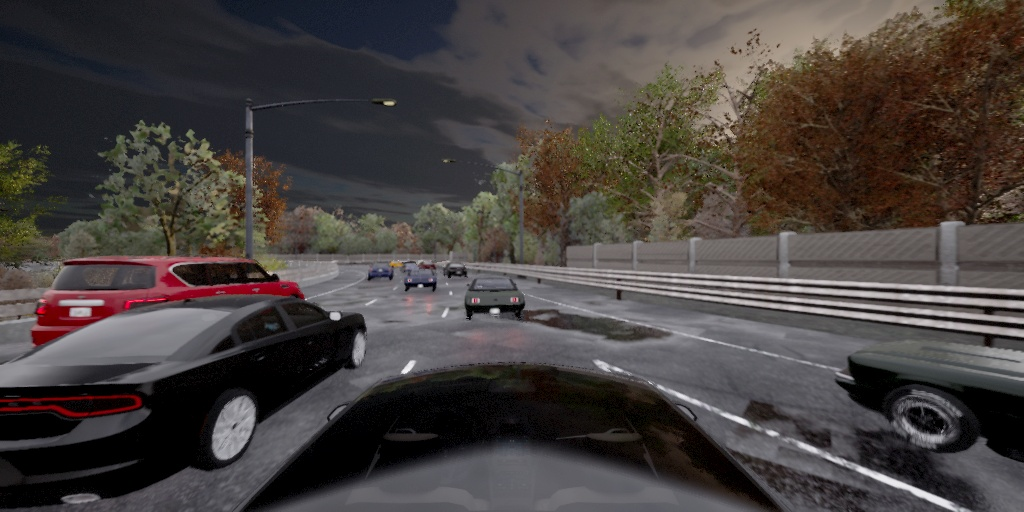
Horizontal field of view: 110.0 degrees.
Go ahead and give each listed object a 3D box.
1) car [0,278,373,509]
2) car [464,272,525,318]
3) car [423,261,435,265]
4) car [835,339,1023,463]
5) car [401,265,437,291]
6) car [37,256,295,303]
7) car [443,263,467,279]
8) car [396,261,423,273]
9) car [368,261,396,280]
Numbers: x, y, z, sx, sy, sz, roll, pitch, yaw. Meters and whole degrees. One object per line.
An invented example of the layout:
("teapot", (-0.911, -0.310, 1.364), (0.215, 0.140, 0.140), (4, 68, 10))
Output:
("car", (-3.624, 1.249, 4.821), (1.882, 1.535, 5.008), (0, 0, -2))
("car", (-0.744, 1.409, 13.265), (1.895, 1.301, 4.718), (0, 0, -6))
("car", (-12.665, 1.527, 53.017), (1.882, 1.535, 5.008), (0, 0, -26))
("car", (5.693, 1.333, 2.682), (1.895, 1.301, 4.718), (0, 0, -27))
("car", (-5.854, 1.478, 23.315), (1.895, 1.301, 4.718), (0, 0, -12))
("car", (-7.295, 1.030, 8.586), (2.150, 2.045, 5.566), (0, 0, -4))
("car", (-5.834, 1.419, 36.341), (1.882, 1.535, 5.008), (0, 0, -19))
("car", (-13.330, 1.566, 46.354), (2.033, 1.411, 5.357), (0, 0, -24))
("car", (-12.344, 1.305, 33.872), (2.097, 1.767, 4.553), (0, 0, -18))
